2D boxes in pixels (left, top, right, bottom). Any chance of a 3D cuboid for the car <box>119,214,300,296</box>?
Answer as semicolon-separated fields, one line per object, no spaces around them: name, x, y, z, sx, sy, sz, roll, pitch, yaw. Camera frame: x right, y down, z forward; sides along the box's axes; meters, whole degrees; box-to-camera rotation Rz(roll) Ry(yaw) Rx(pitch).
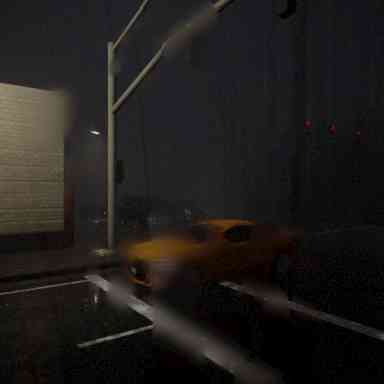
car;0.745;1.490;8.824;5.008;1.535;1.882;1;0;-36

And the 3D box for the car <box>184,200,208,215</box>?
car;-0.759;1.407;25.034;2.097;1.767;4.553;0;0;-36

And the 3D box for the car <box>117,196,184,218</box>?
car;-3.126;1.277;22.321;2.150;2.045;5.566;0;0;-36

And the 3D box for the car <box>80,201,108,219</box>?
car;-8.593;1.619;29.985;1.994;1.385;4.181;0;0;-35

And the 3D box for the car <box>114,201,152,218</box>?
car;-5.780;1.619;32.062;1.994;1.385;4.181;0;0;-35

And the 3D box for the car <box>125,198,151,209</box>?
car;-7.724;1.581;47.120;1.812;1.442;4.674;0;0;-36

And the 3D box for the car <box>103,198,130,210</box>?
car;-10.160;1.581;44.472;1.812;1.442;4.674;0;0;-36
